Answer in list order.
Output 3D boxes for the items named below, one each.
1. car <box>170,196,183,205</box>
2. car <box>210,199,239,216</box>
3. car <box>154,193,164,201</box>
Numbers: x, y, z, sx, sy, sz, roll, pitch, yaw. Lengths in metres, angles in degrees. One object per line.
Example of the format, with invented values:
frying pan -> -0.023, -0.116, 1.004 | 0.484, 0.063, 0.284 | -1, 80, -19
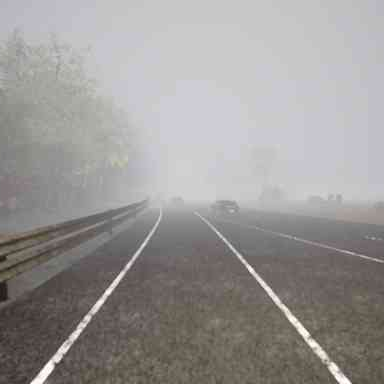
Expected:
car -> -2.768, 1.482, 59.515 | 1.837, 1.490, 4.892 | 0, 0, -12
car -> 3.089, 1.455, 32.190 | 1.837, 1.490, 4.892 | 0, 0, -12
car -> -8.450, 1.209, 86.027 | 2.150, 2.045, 5.566 | 0, 0, -12
